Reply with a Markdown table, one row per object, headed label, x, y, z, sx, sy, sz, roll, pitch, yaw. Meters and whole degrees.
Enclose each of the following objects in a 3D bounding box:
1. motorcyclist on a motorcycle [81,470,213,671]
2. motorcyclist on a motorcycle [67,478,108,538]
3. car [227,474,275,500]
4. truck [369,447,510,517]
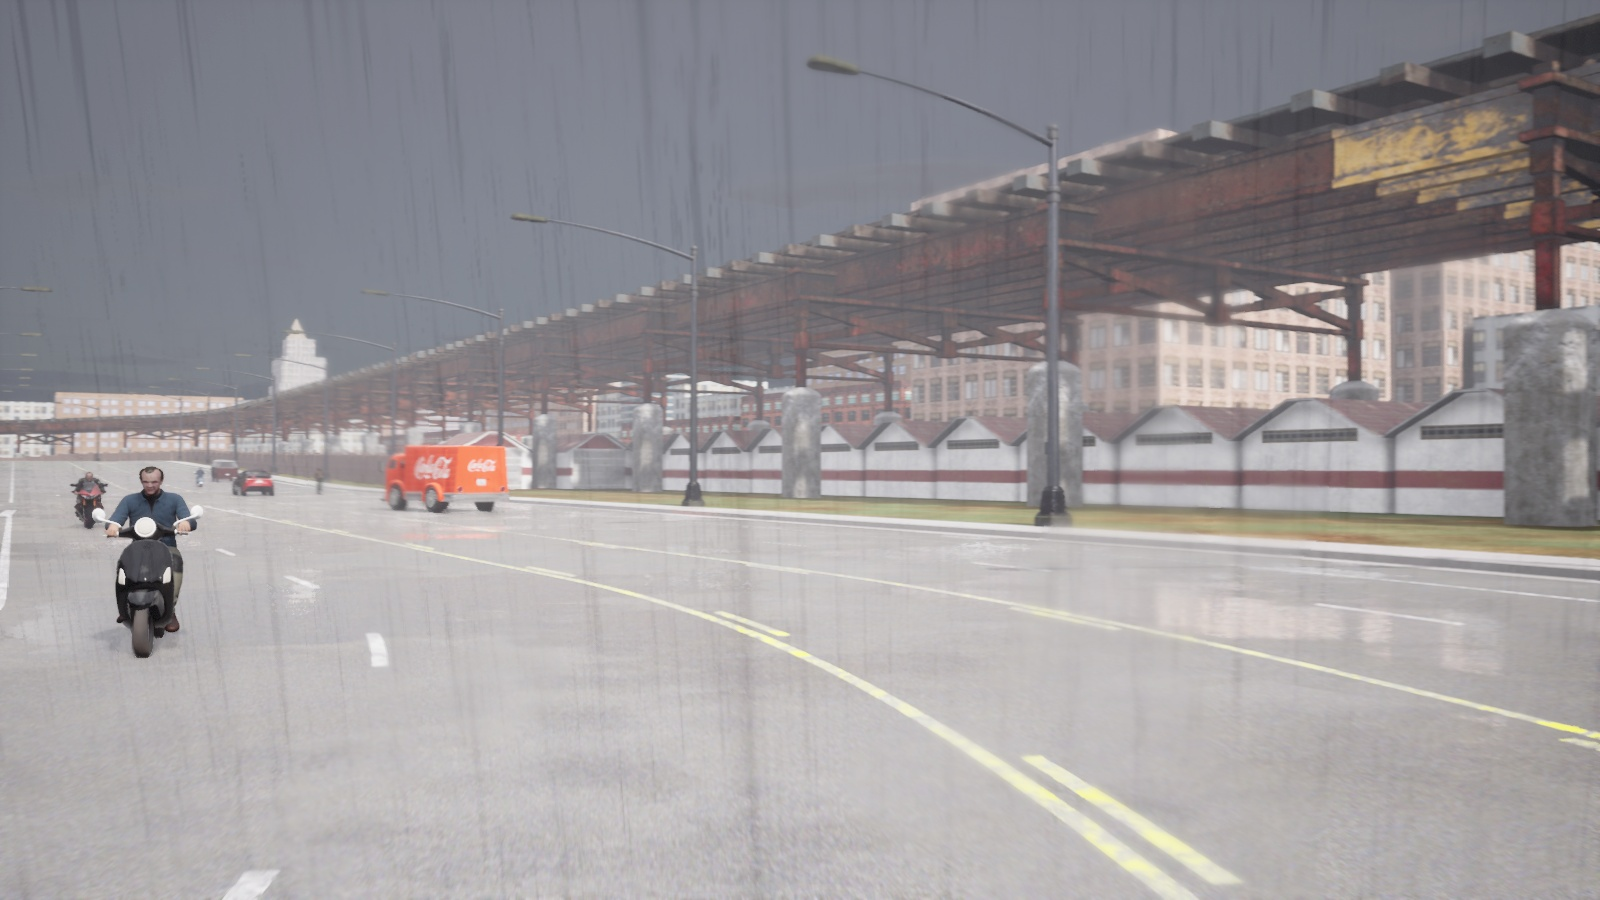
| label | x | y | z | sx | sy | sz | roll | pitch | yaw |
| --- | --- | --- | --- | --- | --- | --- | --- | --- | --- |
| motorcyclist on a motorcycle | -5.677 | 0.982 | 11.016 | 0.866 | 1.590 | 1.817 | 0 | -1 | -22 |
| motorcyclist on a motorcycle | -18.831 | 1.502 | 33.177 | 0.866 | 1.530 | 2.191 | 0 | -1 | -31 |
| car | -32.866 | 2.189 | 75.147 | 2.007 | 1.525 | 4.514 | 0 | -1 | -32 |
| truck | -13.572 | 1.187 | 47.149 | 5.204 | 2.467 | 2.627 | -1 | -1 | 41 |
